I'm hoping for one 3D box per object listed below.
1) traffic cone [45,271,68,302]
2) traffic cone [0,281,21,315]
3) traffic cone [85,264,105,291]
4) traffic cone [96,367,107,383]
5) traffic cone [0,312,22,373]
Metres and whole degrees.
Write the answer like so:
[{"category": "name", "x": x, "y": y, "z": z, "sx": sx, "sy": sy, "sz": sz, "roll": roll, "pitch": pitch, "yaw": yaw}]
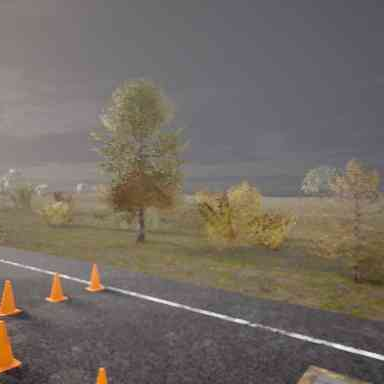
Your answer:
[{"category": "traffic cone", "x": -2.913, "y": 2.007, "z": 7.155, "sx": 0.340, "sy": 0.580, "sz": 0.340, "roll": 0, "pitch": -1, "yaw": 36}, {"category": "traffic cone", "x": -3.503, "y": 1.998, "z": 6.348, "sx": 0.340, "sy": 0.580, "sz": 0.340, "roll": 0, "pitch": -1, "yaw": 36}, {"category": "traffic cone", "x": -2.322, "y": 2.017, "z": 7.962, "sx": 0.340, "sy": 0.580, "sz": 0.340, "roll": 0, "pitch": -1, "yaw": 36}, {"category": "traffic cone", "x": -0.865, "y": 1.982, "z": 3.179, "sx": 0.340, "sy": 0.580, "sz": 0.340, "roll": 0, "pitch": -1, "yaw": 36}, {"category": "traffic cone", "x": -2.479, "y": 1.985, "z": 4.360, "sx": 0.340, "sy": 0.580, "sz": 0.340, "roll": 0, "pitch": -1, "yaw": 36}]
